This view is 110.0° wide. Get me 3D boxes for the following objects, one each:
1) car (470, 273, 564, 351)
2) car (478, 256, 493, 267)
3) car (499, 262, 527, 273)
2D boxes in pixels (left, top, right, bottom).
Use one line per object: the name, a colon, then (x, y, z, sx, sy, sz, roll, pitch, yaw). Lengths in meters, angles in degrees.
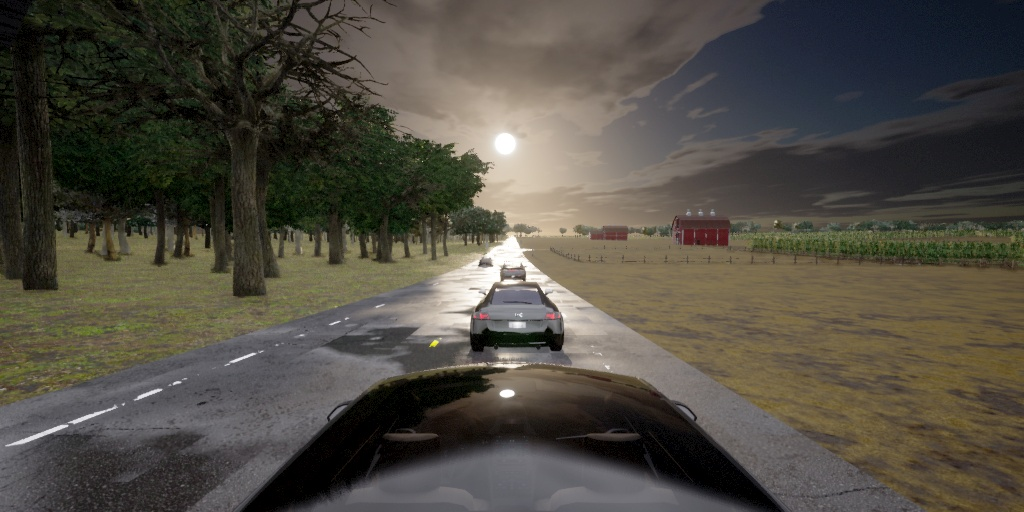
car: (0.094, 1.307, 8.972, 1.994, 1.385, 4.181, 0, 0, 0)
car: (-3.624, 0.774, 50.374, 2.033, 1.411, 5.357, 0, 2, 0)
car: (0.075, 1.165, 26.659, 2.128, 1.511, 4.902, 0, 1, 0)
